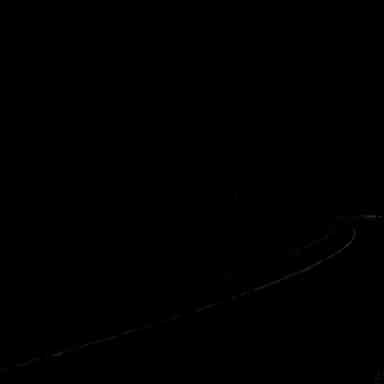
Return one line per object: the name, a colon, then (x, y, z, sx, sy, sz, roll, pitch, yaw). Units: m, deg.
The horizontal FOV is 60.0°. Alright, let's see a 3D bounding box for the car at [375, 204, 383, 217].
car: (17.958, 1.664, 29.908, 1.812, 1.442, 4.674, 0, -1, 15)
